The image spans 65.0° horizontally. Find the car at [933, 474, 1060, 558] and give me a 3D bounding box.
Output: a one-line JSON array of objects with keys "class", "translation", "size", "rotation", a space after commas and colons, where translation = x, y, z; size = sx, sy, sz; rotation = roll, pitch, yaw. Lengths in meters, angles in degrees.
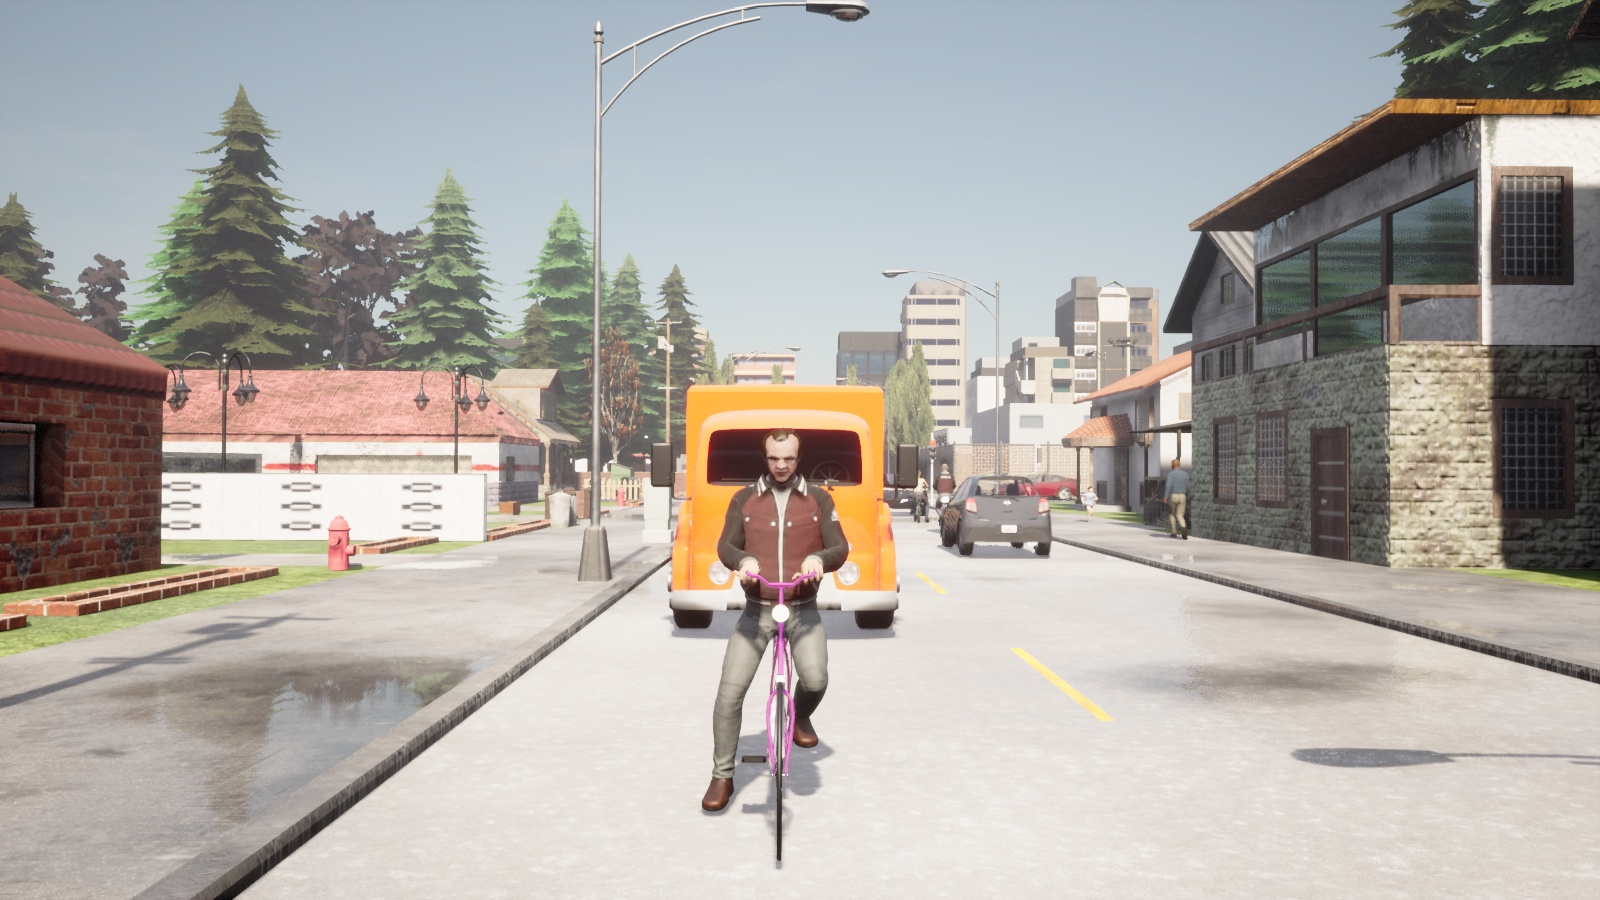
[{"class": "car", "translation": [3.727, 1.220, 24.362], "size": [1.845, 1.501, 3.633], "rotation": [0, -1, -1]}]

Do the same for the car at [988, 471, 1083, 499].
[{"class": "car", "translation": [12.881, 1.918, 68.981], "size": [4.792, 1.488, 2.163], "rotation": [0, -1, -1]}]

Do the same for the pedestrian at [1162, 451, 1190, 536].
[{"class": "pedestrian", "translation": [8.292, 0.955, 27.690], "size": [0.370, 1.835, 0.726], "rotation": [0, -1, 0]}]

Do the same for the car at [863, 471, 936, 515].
[{"class": "car", "translation": [3.519, 1.516, 45.323], "size": [2.128, 1.511, 4.902], "rotation": [0, -1, -1]}]

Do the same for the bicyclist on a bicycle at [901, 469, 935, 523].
[{"class": "bicyclist on a bicycle", "translation": [3.580, 1.378, 38.293], "size": [0.866, 1.612, 1.509], "rotation": [0, -1, -1]}]

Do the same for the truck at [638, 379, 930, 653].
[{"class": "truck", "translation": [-0.168, 0.528, 13.943], "size": [2.627, 2.467, 5.204], "rotation": [0, 1, -1]}]

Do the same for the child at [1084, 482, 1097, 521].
[{"class": "child", "translation": [8.414, 1.480, 36.378], "size": [0.255, 1.110, 0.394], "rotation": [0, -1, -8]}]

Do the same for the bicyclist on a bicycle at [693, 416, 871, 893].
[{"class": "bicyclist on a bicycle", "translation": [-0.079, 0.780, 5.614], "size": [0.659, 1.776, 1.843], "rotation": [0, -1, -1]}]
